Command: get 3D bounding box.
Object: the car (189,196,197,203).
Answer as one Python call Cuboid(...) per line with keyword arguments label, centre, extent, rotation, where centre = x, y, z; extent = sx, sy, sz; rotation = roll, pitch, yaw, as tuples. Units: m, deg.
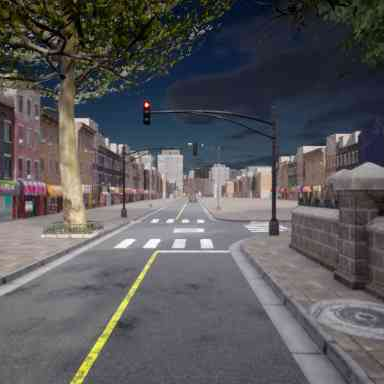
Cuboid(label="car", centre=(0.224, 1.664, 73.596), extent=(2.128, 1.511, 4.902), rotation=(0, 0, 0))
